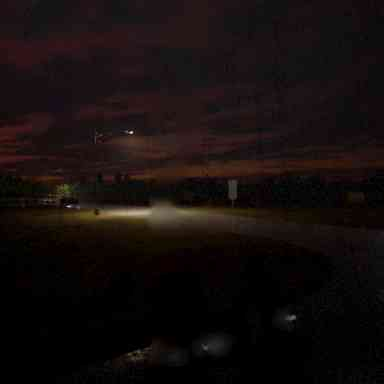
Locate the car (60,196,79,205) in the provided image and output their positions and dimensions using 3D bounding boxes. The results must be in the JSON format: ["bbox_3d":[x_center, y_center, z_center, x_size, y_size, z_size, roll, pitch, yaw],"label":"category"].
[{"bbox_3d":[-18.501,1.257,50.049,1.895,1.301,4.718,-2,1,-35],"label":"car"}]
